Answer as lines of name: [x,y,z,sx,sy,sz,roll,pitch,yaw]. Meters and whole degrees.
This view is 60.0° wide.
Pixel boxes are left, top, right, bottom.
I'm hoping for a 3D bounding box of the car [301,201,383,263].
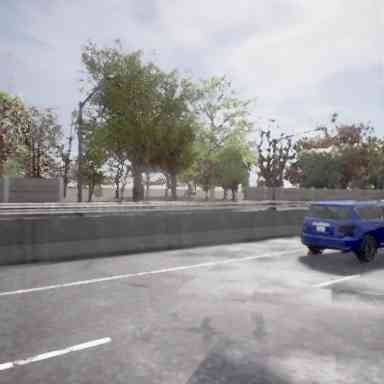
car: [6.569,1.359,12.843,5.566,2.045,2.150,0,0,-35]
